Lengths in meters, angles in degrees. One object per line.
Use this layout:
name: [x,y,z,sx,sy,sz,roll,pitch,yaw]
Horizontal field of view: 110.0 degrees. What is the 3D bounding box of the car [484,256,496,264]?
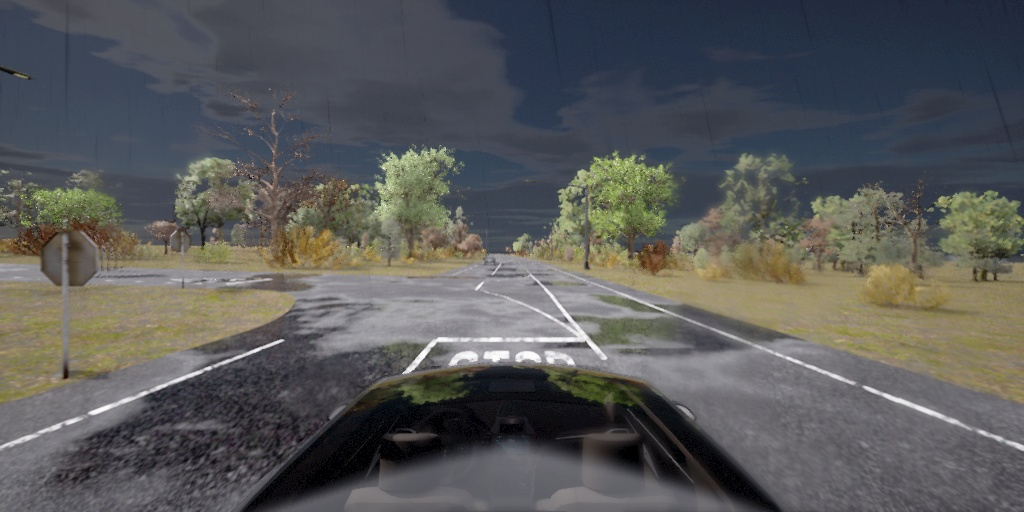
car: [-3.770,0.670,61.616,2.128,1.511,4.902,0,1,-1]
